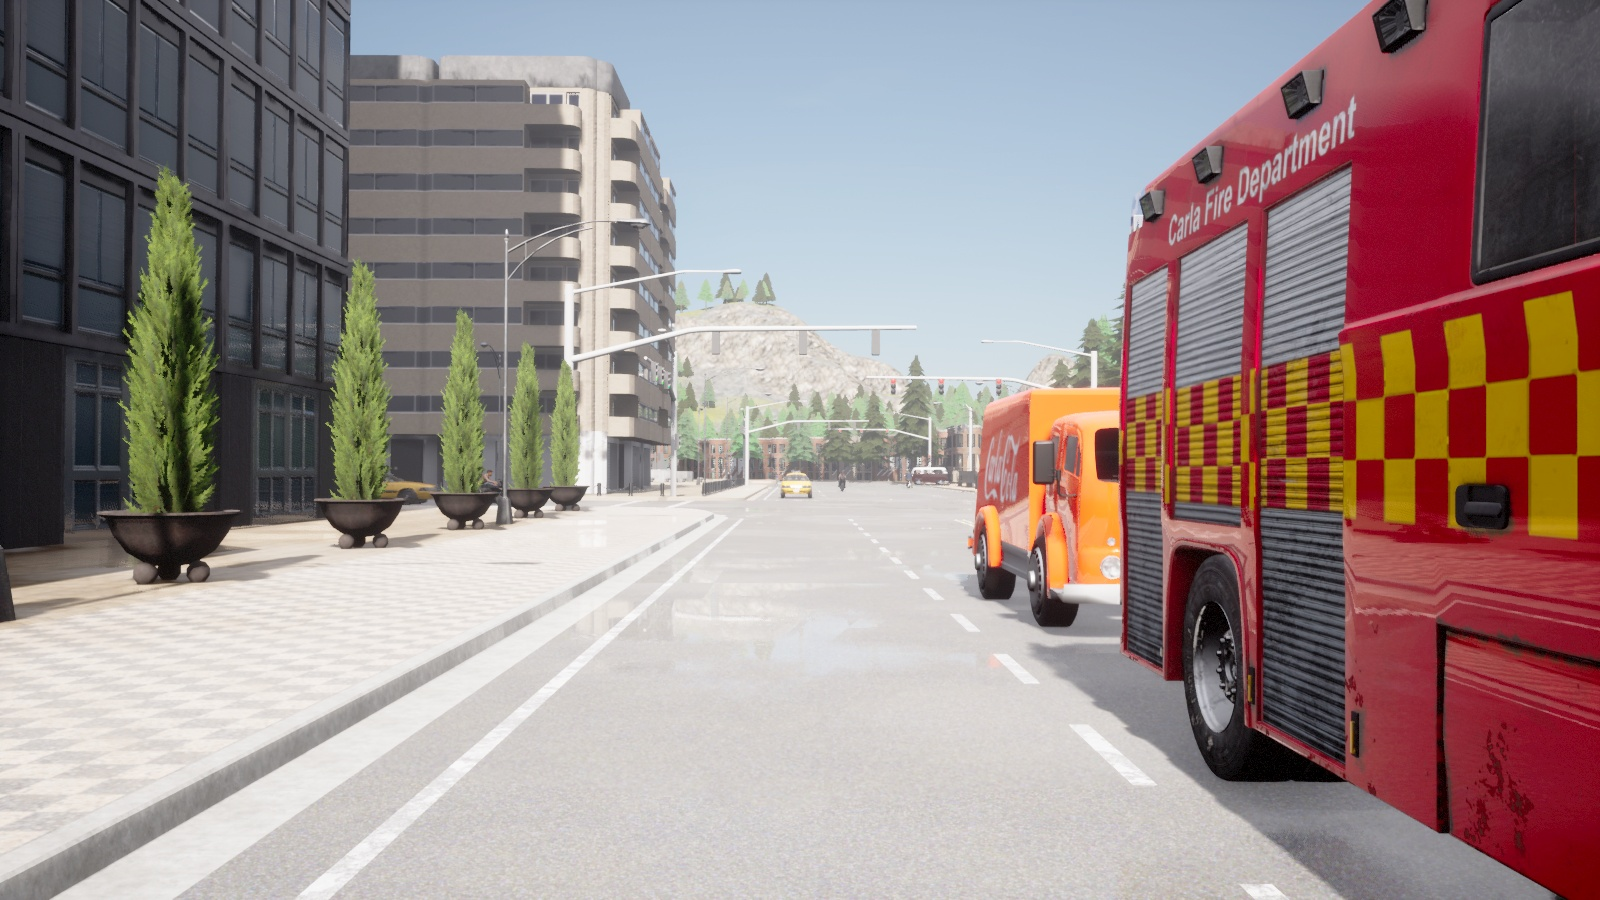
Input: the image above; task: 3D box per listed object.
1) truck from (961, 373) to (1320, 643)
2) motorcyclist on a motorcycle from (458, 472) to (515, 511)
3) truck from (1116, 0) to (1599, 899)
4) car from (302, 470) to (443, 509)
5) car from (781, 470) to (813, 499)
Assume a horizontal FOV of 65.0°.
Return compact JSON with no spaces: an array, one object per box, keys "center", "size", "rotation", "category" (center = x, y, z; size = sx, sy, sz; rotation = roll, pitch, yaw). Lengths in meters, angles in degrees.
[{"center":[3.465,0.539,14.156],"size":[2.627,2.467,5.204],"rotation":[0,0,0],"category":"truck"},{"center":[-12.417,1.625,49.796],"size":[2.044,1.523,0.797],"rotation":[0,-1,0],"category":"motorcyclist on a motorcycle"},{"center":[3.485,-0.301,3.774],"size":[2.891,3.827,8.468],"rotation":[0,-1,0],"category":"truck"},{"center":[-18.103,1.664,53.313],"size":[5.366,1.575,1.801],"rotation":[0,-1,0],"category":"car"},{"center":[-0.191,1.982,73.270],"size":[1.801,1.575,5.366],"rotation":[0,-1,0],"category":"car"}]
